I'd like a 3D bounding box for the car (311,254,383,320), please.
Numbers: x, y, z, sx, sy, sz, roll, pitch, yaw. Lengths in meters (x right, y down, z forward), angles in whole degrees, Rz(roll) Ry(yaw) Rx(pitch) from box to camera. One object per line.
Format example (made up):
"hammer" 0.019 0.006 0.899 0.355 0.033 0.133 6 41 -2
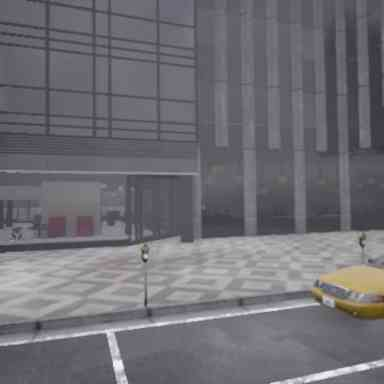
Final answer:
"car" 4.787 1.686 6.797 4.829 1.417 1.752 0 -2 -17
